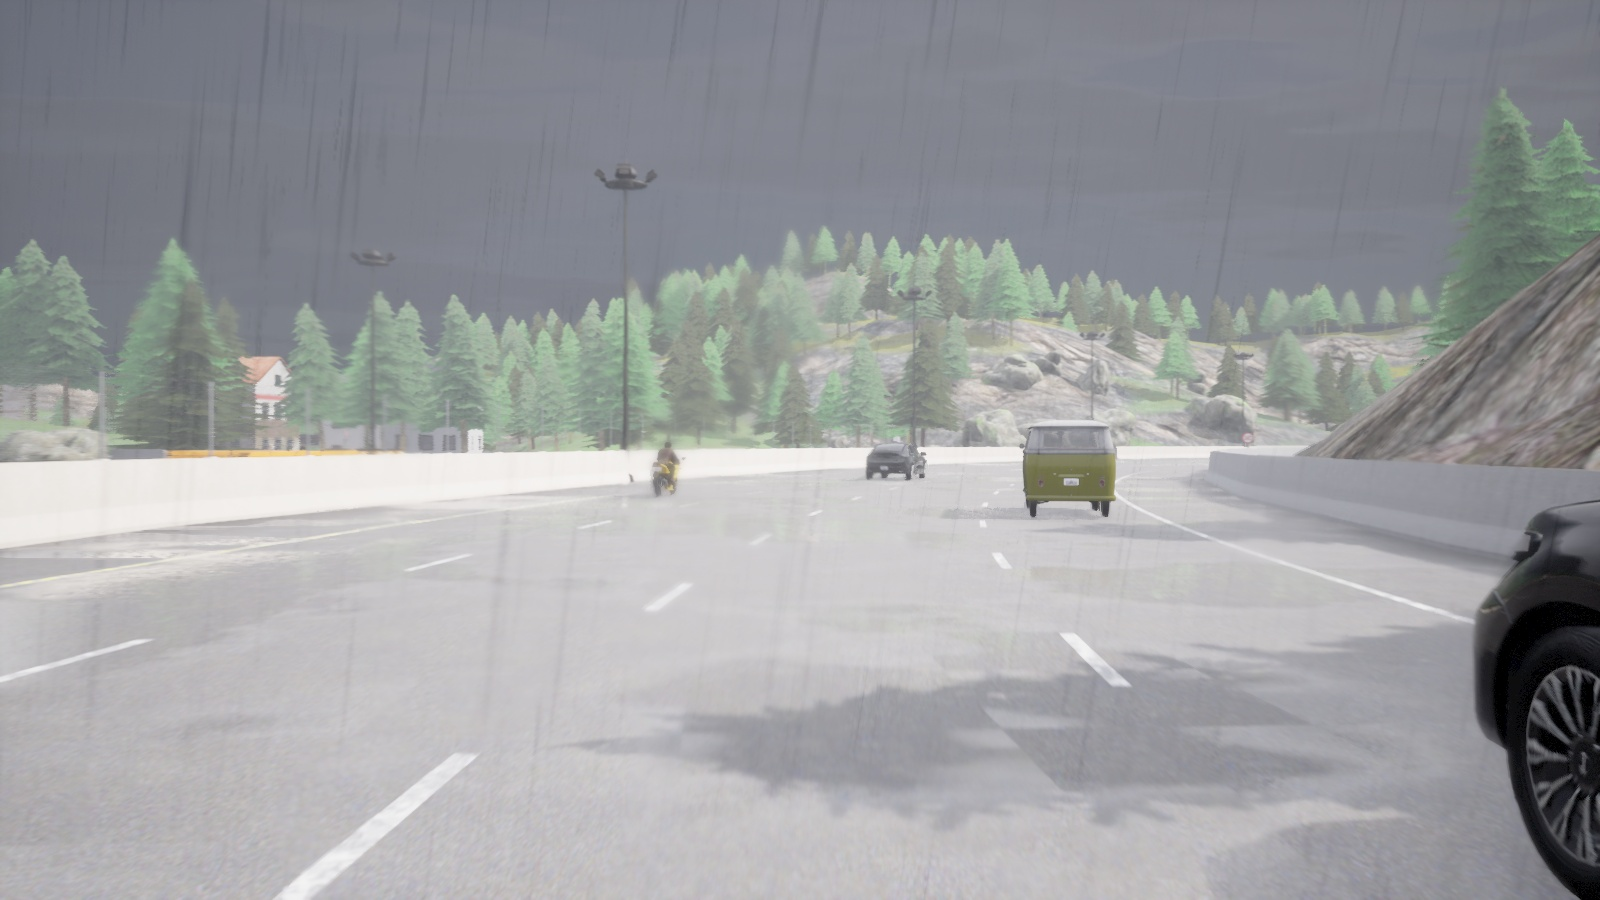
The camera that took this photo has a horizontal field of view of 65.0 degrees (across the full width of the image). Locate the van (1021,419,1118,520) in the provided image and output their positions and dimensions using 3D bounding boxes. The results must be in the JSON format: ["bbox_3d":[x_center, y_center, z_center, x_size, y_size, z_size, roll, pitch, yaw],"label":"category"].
[{"bbox_3d":[5.697,0.366,26.979,1.775,1.987,4.442,0,0,9],"label":"van"}]

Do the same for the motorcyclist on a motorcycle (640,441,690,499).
[{"bbox_3d":[-3.698,0.524,34.562,0.797,1.523,2.044,1,0,11],"label":"motorcyclist on a motorcycle"}]

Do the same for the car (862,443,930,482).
[{"bbox_3d":[3.989,0.475,51.658,1.837,1.490,4.892,0,0,16],"label":"car"}]

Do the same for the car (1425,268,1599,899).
[{"bbox_3d":[3.537,0.463,2.257,2.150,2.045,5.566,0,0,1],"label":"car"}]
